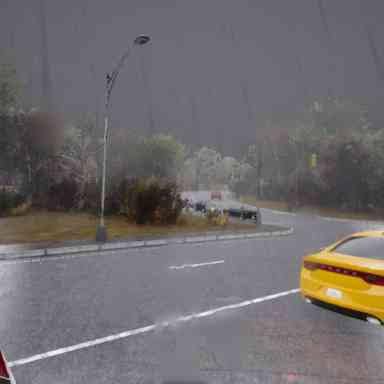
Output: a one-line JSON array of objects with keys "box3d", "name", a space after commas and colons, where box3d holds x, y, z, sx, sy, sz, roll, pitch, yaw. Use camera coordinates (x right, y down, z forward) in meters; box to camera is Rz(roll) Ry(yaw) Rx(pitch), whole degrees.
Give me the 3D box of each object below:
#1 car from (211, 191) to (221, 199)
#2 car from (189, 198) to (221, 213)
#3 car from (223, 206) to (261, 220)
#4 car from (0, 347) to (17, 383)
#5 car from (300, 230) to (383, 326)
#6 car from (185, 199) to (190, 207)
[{"box3d": [5.738, 0.728, 78.963, 2.150, 2.045, 5.566, 2, 2, -1], "name": "car"}, {"box3d": [1.773, 1.919, 43.099, 2.128, 1.511, 4.902, 2, 0, -19], "name": "car"}, {"box3d": [5.105, 2.141, 34.294, 1.895, 1.301, 4.718, 3, -1, -22], "name": "car"}, {"box3d": [-3.241, 1.354, 1.440, 4.553, 1.767, 2.097, 0, 0, -35], "name": "car"}, {"box3d": [4.352, 1.541, 6.855, 5.008, 1.535, 1.882, 1, -1, -35], "name": "car"}, {"box3d": [-1.046, 1.719, 52.688, 1.994, 1.385, 4.181, 2, 1, -14], "name": "car"}]
